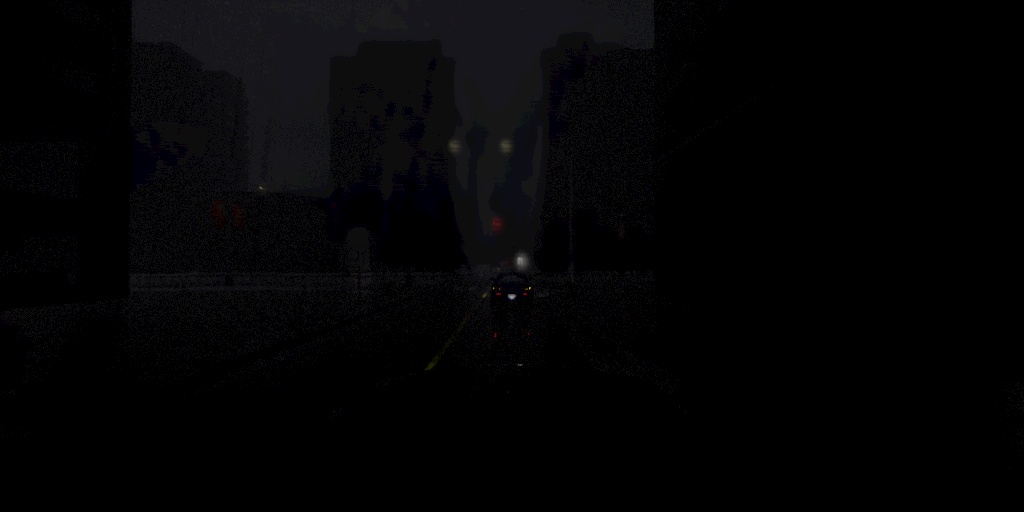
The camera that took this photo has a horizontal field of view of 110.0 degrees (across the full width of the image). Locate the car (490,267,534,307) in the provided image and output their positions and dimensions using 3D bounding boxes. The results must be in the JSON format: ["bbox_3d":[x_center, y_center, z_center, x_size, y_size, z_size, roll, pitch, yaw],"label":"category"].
[{"bbox_3d":[-0.001,1.410,16.230,1.812,1.442,4.674,0,0,0],"label":"car"}]
